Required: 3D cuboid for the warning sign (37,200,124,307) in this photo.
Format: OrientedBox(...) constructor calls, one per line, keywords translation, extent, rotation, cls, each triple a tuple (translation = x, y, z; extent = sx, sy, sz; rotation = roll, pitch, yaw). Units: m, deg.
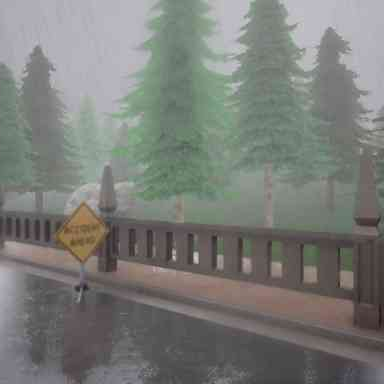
OrientedBox(translation=(-2.226, 1.114, 6.747), extent=(1.060, 1.860, 1.300), rotation=(0, 0, 36), cls="warning sign")
